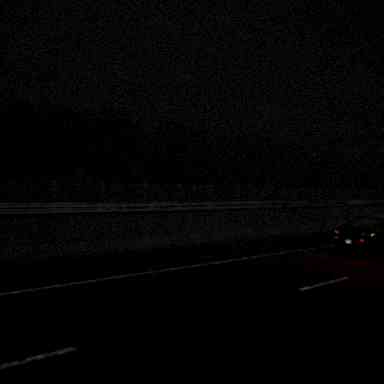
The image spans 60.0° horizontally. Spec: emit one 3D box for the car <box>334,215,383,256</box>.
[{"bbox_3d":[7.670,1.656,13.614,4.674,1.442,1.812,0,0,-35],"label":"car"}]
